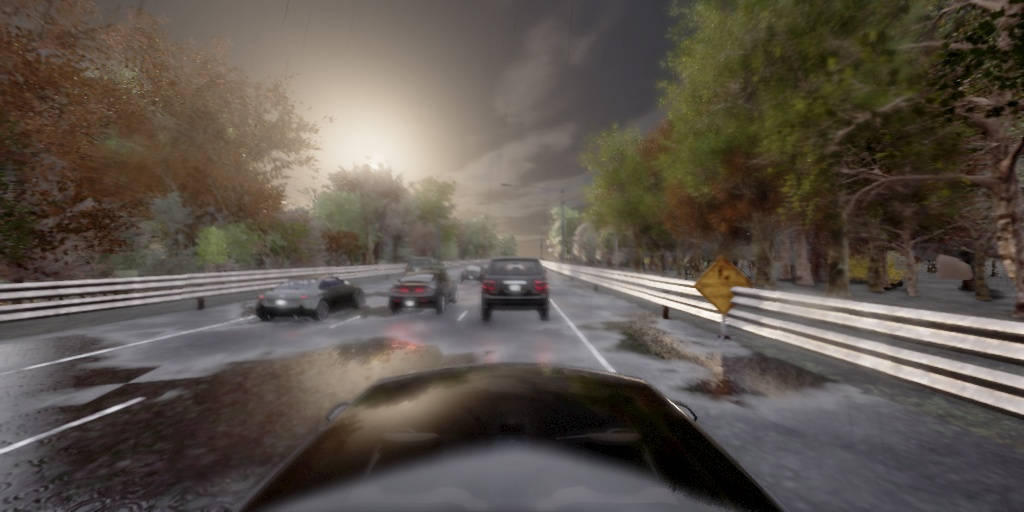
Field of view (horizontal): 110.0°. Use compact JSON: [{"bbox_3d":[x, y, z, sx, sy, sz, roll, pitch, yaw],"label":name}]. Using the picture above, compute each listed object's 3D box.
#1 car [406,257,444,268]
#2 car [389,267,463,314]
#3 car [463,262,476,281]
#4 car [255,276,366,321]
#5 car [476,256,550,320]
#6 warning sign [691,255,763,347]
[{"bbox_3d":[-6.691,1.141,28.217,2.150,2.045,5.566,0,0,1],"label":"car"},{"bbox_3d":[-3.353,1.337,14.307,1.837,1.490,4.892,0,0,1],"label":"car"},{"bbox_3d":[-3.092,1.301,30.230,1.812,1.442,4.674,10,5,1],"label":"car"},{"bbox_3d":[-6.883,1.386,12.751,1.994,1.385,4.181,0,0,1],"label":"car"},{"bbox_3d":[0.134,1.046,13.065,2.150,2.045,5.566,0,0,1],"label":"car"},{"bbox_3d":[4.562,0.906,7.705,1.300,1.860,1.060,0,0,0],"label":"warning sign"}]
